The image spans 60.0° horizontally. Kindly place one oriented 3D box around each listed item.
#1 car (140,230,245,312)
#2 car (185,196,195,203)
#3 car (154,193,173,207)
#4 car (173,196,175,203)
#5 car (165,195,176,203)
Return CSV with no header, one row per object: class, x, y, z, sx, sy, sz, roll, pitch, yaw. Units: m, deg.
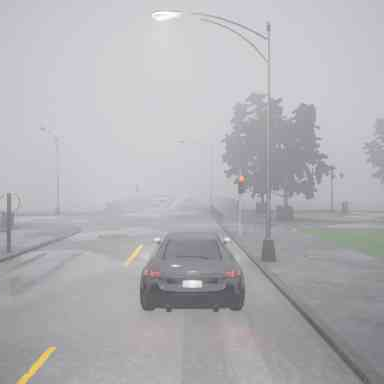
car,0.004,1.564,7.779,1.994,1.385,4.181,0,0,0
car,-0.441,1.478,69.763,1.882,1.535,5.008,0,0,0
car,-4.495,1.221,50.995,2.150,2.045,5.566,0,0,-1
car,-4.537,1.547,61.247,2.033,1.411,5.357,0,0,0
car,-4.554,1.525,71.489,2.128,1.511,4.902,0,0,0
